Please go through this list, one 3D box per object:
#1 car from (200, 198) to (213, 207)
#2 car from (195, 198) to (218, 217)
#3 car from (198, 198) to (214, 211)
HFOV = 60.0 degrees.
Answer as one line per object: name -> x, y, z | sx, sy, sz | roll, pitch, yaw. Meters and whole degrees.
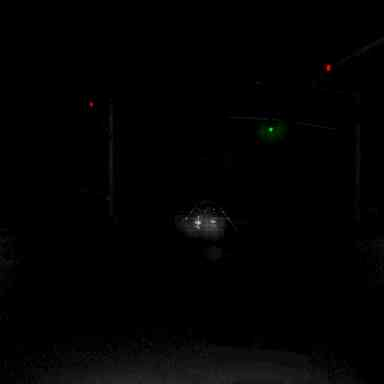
car -> 2.265, 1.571, 50.783 | 1.895, 1.301, 4.718 | 0, 0, 3
car -> 1.349, 1.494, 31.490 | 1.812, 1.442, 4.674 | 0, 0, 3
car -> 1.776, 1.474, 40.646 | 1.837, 1.490, 4.892 | 0, 0, 3
